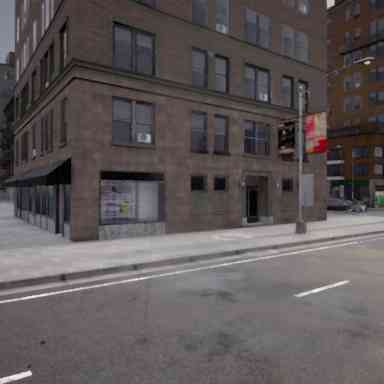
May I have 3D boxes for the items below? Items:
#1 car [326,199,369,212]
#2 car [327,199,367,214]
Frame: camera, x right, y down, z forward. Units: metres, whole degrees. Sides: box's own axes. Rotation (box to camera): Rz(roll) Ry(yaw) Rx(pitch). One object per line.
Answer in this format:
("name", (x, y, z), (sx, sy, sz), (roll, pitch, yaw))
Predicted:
("car", (18.726, 1.574, 40.137), (1.947, 1.339, 4.313), (0, 0, -35))
("car", (15.637, 1.478, 35.000), (2.128, 1.511, 4.902), (0, 0, -35))
